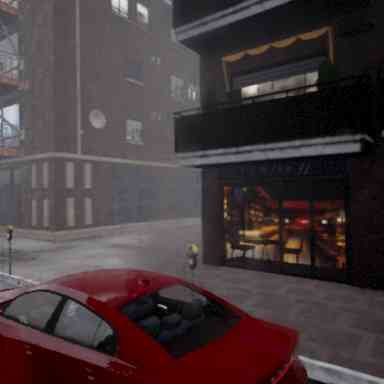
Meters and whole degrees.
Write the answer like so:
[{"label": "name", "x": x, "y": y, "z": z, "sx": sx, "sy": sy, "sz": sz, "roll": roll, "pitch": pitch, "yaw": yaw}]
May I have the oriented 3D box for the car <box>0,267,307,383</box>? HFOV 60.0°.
[{"label": "car", "x": -1.079, "y": 1.556, "z": 3.751, "sx": 4.507, "sy": 1.381, "sz": 1.887, "roll": 0, "pitch": -1, "yaw": 36}]
